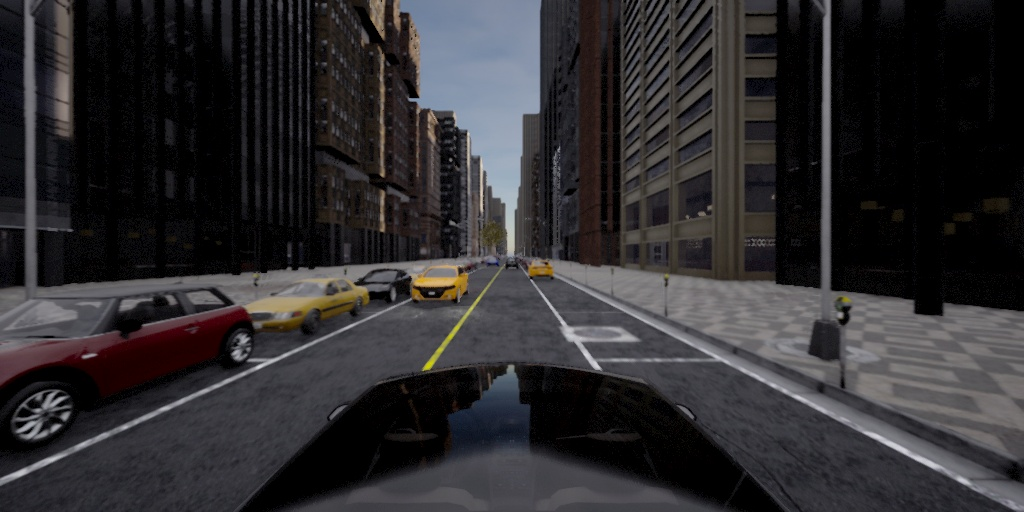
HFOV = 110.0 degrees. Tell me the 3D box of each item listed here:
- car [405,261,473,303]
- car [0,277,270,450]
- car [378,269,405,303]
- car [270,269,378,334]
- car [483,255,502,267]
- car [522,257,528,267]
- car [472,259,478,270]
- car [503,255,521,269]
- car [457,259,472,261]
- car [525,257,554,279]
[{"bbox_3d":[-3.100,1.161,16.337,1.882,1.535,5.008,0,0,0],"label":"car"},{"bbox_3d":[-5.763,1.175,4.951,1.967,1.591,4.097,0,0,0],"label":"car"},{"bbox_3d":[-5.764,1.249,16.306,1.948,1.339,4.313,0,0,0],"label":"car"},{"bbox_3d":[-5.764,1.234,10.458,1.751,1.417,4.829,0,0,0],"label":"car"},{"bbox_3d":[-3.059,0.989,57.502,1.882,1.535,5.008,0,0,0],"label":"car"},{"bbox_3d":[2.758,0.979,50.374,1.967,1.591,4.097,0,0,0],"label":"car"},{"bbox_3d":[-5.766,1.106,44.691,1.888,1.381,4.507,0,0,0],"label":"car"},{"bbox_3d":[0.003,1.044,50.595,1.837,1.490,4.892,0,1,0],"label":"car"},{"bbox_3d":[-5.766,1.109,38.844,1.751,1.417,4.829,0,0,0],"label":"car"},{"bbox_3d":[2.358,1.099,30.191,1.882,1.535,5.008,0,0,0],"label":"car"}]
